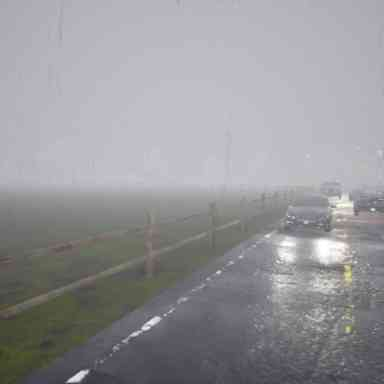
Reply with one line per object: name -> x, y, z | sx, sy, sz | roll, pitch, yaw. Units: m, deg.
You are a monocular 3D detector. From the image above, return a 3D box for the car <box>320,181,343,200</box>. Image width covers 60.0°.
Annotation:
car -> 16.292, -0.251, 38.771 | 2.150, 2.045, 5.566 | 2, 3, 24

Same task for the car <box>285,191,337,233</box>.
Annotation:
car -> 5.553, 0.890, 15.455 | 1.837, 1.490, 4.892 | 2, 3, 24

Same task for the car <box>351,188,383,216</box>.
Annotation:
car -> 11.580, 0.719, 21.619 | 1.837, 1.490, 4.892 | 2, 2, 24

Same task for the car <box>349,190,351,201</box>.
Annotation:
car -> 18.119, 0.250, 35.980 | 1.994, 1.385, 4.181 | 2, 3, 25
